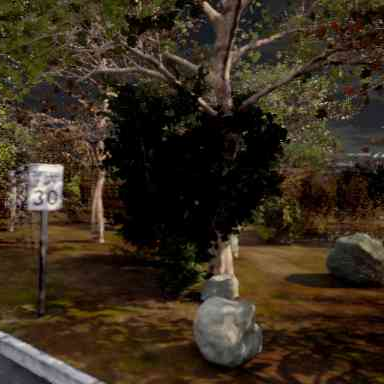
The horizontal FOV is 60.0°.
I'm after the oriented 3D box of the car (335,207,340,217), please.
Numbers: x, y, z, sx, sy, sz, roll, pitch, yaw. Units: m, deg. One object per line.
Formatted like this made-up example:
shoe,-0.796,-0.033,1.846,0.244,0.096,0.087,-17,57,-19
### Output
car,17.291,2.292,38.487,2.231,1.521,4.892,0,0,35
